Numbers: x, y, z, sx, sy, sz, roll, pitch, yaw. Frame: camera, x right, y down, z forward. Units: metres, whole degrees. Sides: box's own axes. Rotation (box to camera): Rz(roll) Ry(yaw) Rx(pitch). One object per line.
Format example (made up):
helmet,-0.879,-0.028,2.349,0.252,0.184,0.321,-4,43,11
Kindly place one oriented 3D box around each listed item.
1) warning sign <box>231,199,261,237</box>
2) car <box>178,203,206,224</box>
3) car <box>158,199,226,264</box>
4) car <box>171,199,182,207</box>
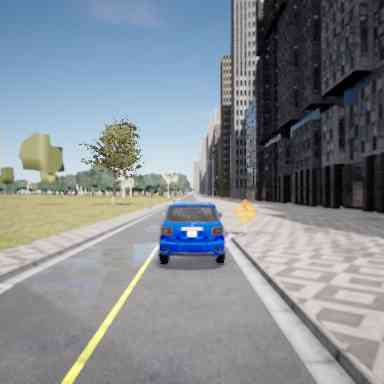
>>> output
warning sign,2.716,1.280,16.905,1.300,1.860,1.060,0,-1,0
car,0.024,1.757,28.485,2.128,1.511,4.902,0,0,0
car,0.010,1.349,12.544,2.150,2.045,5.566,0,0,0
car,-3.012,2.077,64.579,1.812,1.442,4.674,0,0,1
